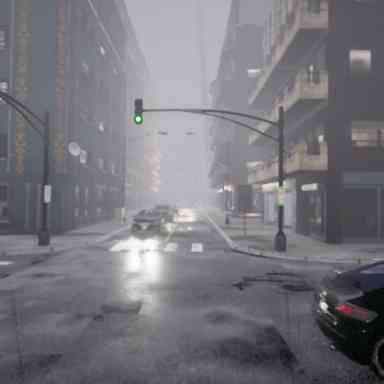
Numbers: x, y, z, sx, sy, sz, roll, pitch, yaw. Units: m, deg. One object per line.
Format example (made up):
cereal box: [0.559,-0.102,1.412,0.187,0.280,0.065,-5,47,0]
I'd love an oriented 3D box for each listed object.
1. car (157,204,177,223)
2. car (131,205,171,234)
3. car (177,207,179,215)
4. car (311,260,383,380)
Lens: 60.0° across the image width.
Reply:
car: [-2.860,1.970,32.339,2.097,1.767,4.553,1,-1,0]
car: [-2.853,1.913,22.434,2.128,1.511,4.902,1,-1,0]
car: [-2.860,2.465,46.359,1.994,1.385,4.181,1,-1,0]
car: [3.979,1.673,4.848,4.181,1.385,1.994,0,-1,5]
